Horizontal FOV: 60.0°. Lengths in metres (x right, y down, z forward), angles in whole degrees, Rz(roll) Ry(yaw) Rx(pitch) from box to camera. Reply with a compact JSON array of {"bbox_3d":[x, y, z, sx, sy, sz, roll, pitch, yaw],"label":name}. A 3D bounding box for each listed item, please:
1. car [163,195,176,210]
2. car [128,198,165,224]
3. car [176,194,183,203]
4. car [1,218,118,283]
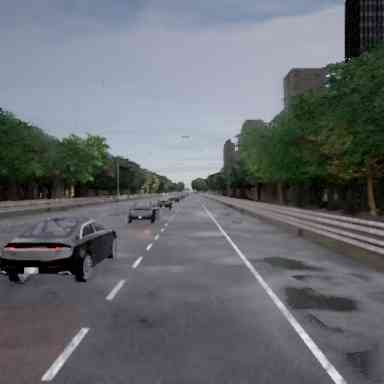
[{"bbox_3d":[-3.475,1.477,42.799,1.837,1.490,4.892,0,0,0],"label":"car"},{"bbox_3d":[-3.485,1.480,24.798,2.128,1.511,4.902,0,0,0],"label":"car"},{"bbox_3d":[-3.457,1.463,68.797,1.837,1.490,4.892,0,0,0],"label":"car"},{"bbox_3d":[-3.494,1.491,9.664,2.128,1.511,4.902,0,0,0],"label":"car"}]
